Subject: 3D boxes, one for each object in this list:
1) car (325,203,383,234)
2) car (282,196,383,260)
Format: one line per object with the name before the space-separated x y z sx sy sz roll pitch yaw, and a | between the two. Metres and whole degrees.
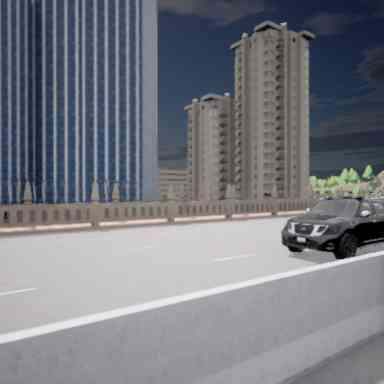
car | 10.185 1.461 19.853 4.892 1.490 1.837 0 0 -35
car | 5.802 1.194 12.427 5.566 2.045 2.150 0 0 -35
